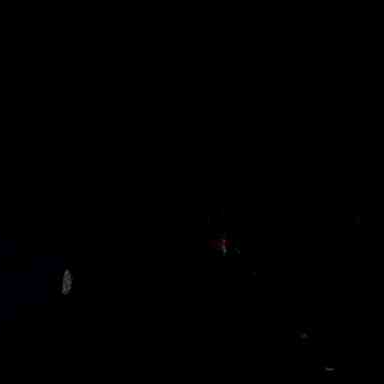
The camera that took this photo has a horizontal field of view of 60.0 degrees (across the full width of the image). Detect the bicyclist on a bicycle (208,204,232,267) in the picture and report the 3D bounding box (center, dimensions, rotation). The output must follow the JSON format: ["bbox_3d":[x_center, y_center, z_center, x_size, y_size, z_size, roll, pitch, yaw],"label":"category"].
[{"bbox_3d":[0.964,1.378,10.598,0.659,1.776,1.843,0,0,0],"label":"bicyclist on a bicycle"}]

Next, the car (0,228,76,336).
[{"bbox_3d":[-3.597,1.476,5.622,1.882,1.535,5.008,0,0,0],"label":"car"}]

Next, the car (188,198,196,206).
[{"bbox_3d":[0.018,2.207,73.589,1.882,1.535,5.008,0,-1,0],"label":"car"}]

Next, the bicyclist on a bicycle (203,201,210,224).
[{"bbox_3d":[0.966,1.411,19.528,0.659,1.776,1.843,0,0,0],"label":"bicyclist on a bicycle"}]

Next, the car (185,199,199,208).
[{"bbox_3d":[0.112,1.919,57.369,1.837,1.490,4.892,0,-1,0],"label":"car"}]
